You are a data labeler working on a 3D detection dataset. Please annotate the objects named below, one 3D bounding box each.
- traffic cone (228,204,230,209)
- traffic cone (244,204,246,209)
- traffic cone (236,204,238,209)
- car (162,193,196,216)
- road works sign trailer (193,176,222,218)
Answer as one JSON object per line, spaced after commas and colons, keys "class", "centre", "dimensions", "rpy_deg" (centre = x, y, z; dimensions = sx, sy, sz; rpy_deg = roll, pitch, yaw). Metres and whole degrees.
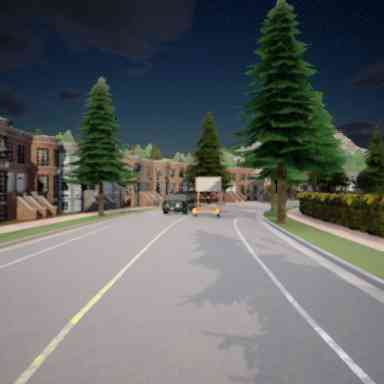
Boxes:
{"class": "traffic cone", "centre": [4.606, 1.837, 41.854], "dimensions": [0.340, 0.580, 0.340], "rpy_deg": [0, 0, 16]}
{"class": "traffic cone", "centre": [6.528, 1.841, 41.303], "dimensions": [0.340, 0.580, 0.340], "rpy_deg": [0, 0, 16]}
{"class": "traffic cone", "centre": [5.568, 1.838, 41.578], "dimensions": [0.340, 0.580, 0.340], "rpy_deg": [0, 0, 16]}
{"class": "car", "centre": [-1.146, 1.125, 32.118], "dimensions": [2.150, 2.045, 5.566], "rpy_deg": [0, 0, 13]}
{"class": "road works sign trailer", "centre": [1.492, 0.378, 29.219], "dimensions": [2.380, 3.560, 2.880], "rpy_deg": [0, 0, 16]}
